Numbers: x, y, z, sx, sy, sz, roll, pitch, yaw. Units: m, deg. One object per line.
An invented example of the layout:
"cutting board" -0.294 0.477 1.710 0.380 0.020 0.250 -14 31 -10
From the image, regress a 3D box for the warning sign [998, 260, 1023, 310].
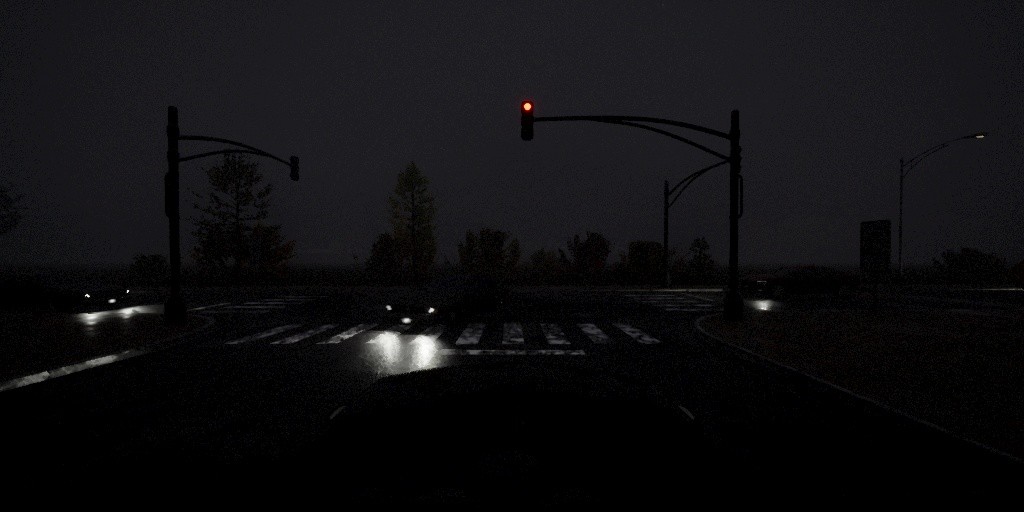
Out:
"warning sign" 17.013 0.893 11.719 1.060 1.860 1.300 0 0 -1

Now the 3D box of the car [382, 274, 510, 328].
"car" -1.792 1.324 11.943 2.033 1.411 5.357 0 0 23

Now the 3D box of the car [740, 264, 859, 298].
"car" 13.880 1.179 17.476 5.008 1.535 1.882 0 1 -1

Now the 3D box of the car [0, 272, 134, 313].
"car" -18.015 1.342 13.723 5.357 1.411 2.033 0 1 -1
